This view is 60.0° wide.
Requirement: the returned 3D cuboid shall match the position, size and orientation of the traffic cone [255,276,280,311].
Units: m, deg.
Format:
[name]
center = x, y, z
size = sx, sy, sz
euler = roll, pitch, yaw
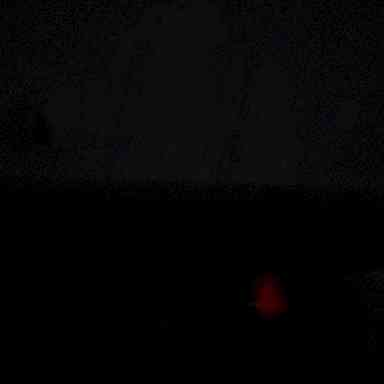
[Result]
[traffic cone]
center = 1.450, 1.922, 6.398
size = 0.340, 0.580, 0.340
euler = 0, 0, -31
